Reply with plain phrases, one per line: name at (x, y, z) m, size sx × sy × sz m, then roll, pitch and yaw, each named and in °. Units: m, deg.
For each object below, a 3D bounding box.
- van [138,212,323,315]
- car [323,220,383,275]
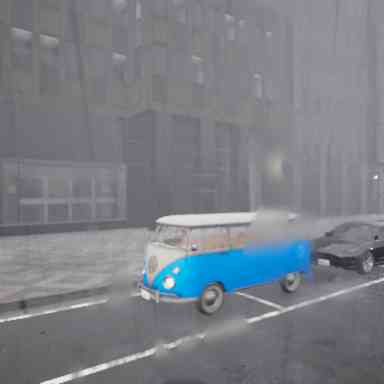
van at (0.870, 1.356, 7.278) m, size 3.998 × 1.788 × 1.690 m, roll 0°, pitch 0°, yaw -36°
car at (5.456, 1.597, 10.554) m, size 4.313 × 1.339 × 1.947 m, roll 0°, pitch 0°, yaw -36°
